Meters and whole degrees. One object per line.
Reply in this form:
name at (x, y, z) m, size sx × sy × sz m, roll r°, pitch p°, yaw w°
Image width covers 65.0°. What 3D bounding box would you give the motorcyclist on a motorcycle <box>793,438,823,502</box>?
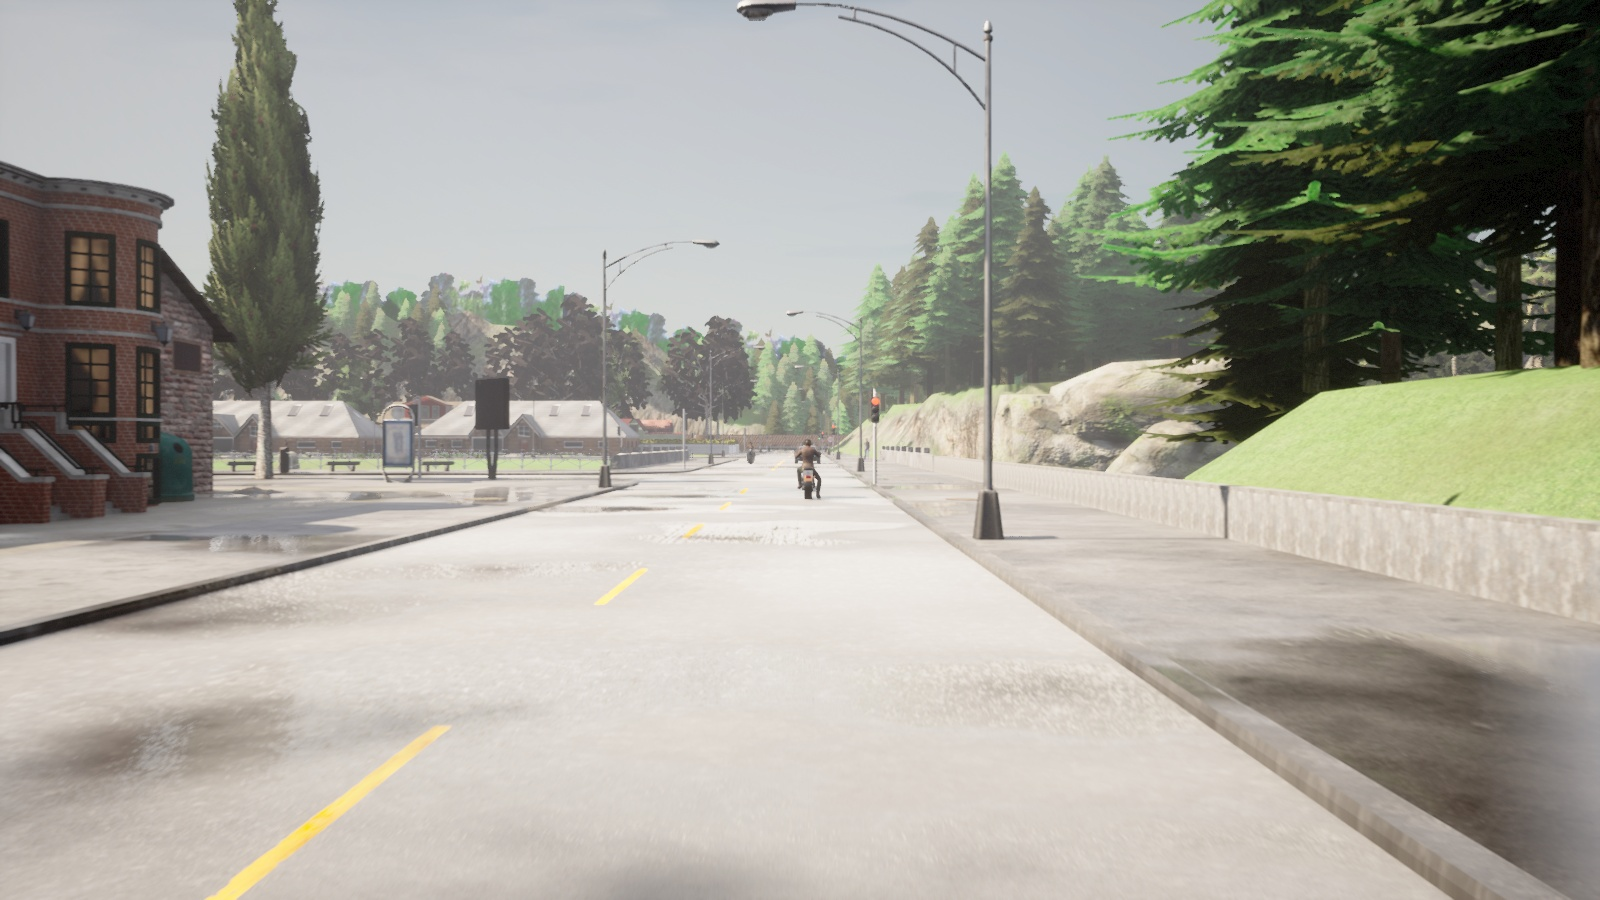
motorcyclist on a motorcycle at (0.214, 0.507, 33.690) m, size 0.766 × 1.649 × 2.350 m, roll 0°, pitch 0°, yaw 0°
